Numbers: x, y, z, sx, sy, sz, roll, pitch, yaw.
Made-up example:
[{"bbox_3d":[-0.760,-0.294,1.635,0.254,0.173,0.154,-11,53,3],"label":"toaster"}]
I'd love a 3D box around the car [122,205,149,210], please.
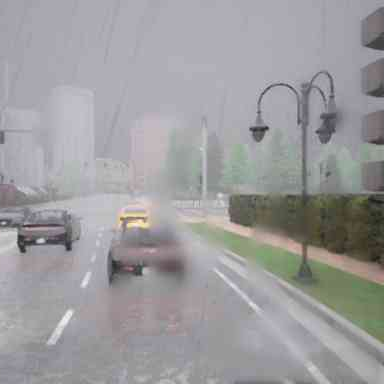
[{"bbox_3d":[-3.194,1.458,18.763,1.882,1.535,5.008,0,0,-11],"label":"car"}]

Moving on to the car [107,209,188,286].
[{"bbox_3d":[-1.327,1.481,9.454,2.128,1.511,4.902,0,0,-10],"label":"car"}]

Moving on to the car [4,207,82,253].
[{"bbox_3d":[-5.735,1.484,13.824,2.128,1.511,4.902,0,0,-13],"label":"car"}]

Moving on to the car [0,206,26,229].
[{"bbox_3d":[-10.914,1.562,20.483,1.994,1.385,4.181,0,0,-13],"label":"car"}]
